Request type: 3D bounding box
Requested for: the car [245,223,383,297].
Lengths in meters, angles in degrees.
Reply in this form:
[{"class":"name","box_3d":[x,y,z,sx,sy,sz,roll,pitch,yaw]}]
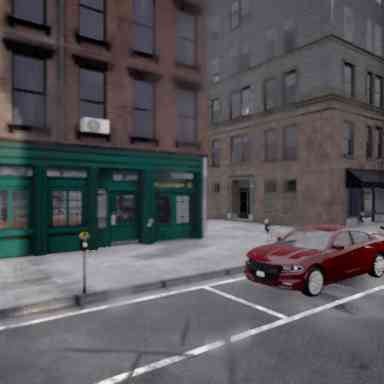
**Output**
[{"class":"car","box_3d":[3.330,1.540,8.560,4.507,1.381,1.887,0,0,-35]}]
